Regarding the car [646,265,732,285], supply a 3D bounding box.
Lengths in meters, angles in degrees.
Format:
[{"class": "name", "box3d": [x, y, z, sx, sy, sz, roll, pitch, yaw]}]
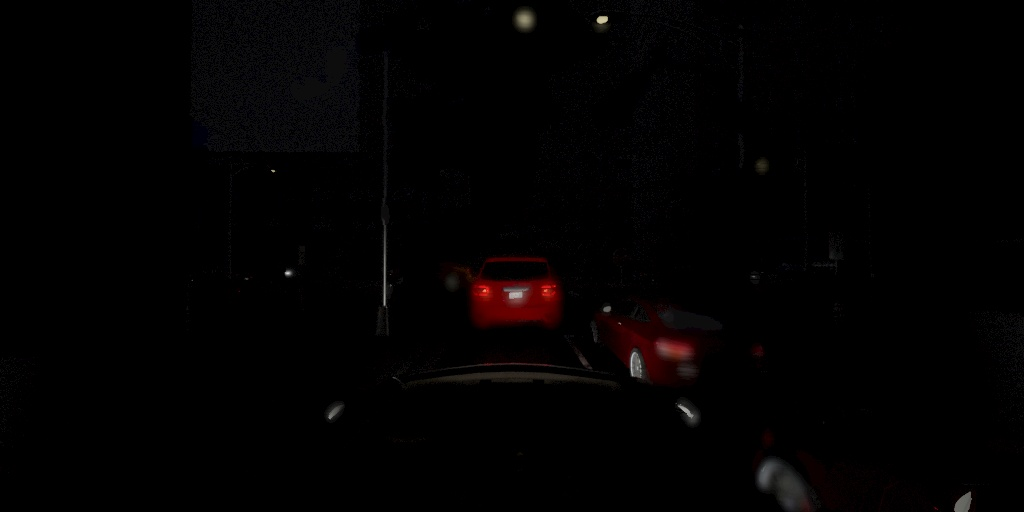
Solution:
[{"class": "car", "box3d": [11.107, 1.217, 22.608, 4.718, 1.301, 1.895, 0, -1, 0]}]

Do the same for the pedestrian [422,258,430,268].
[{"class": "pedestrian", "box3d": [-6.866, 1.043, 28.527, 0.375, 1.860, 0.375, 0, -1, 0]}]

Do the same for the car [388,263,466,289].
[{"class": "car", "box3d": [-5.269, 1.250, 22.658, 5.008, 1.535, 1.882, -1, -1, 0]}]

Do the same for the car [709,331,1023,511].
[{"class": "car", "box3d": [2.640, 1.332, 1.021, 1.802, 1.307, 4.207, 0, 0, 0]}]

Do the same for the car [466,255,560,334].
[{"class": "car", "box3d": [0.079, 0.976, 10.785, 2.150, 2.045, 5.566, 0, 0, -1]}]

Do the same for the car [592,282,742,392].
[{"class": "car", "box3d": [2.631, 1.333, 6.460, 1.802, 1.307, 4.207, 0, 0, 0]}]

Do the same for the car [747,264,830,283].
[{"class": "car", "box3d": [19.571, 1.202, 25.541, 4.718, 1.301, 1.895, 0, -1, 0]}]

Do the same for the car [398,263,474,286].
[{"class": "car", "box3d": [-5.338, 1.307, 25.608, 5.008, 1.535, 1.882, -1, -1, 0]}]

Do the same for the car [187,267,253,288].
[{"class": "car", "box3d": [-21.197, 1.548, 25.643, 4.674, 1.442, 1.812, -1, -1, 0]}]
